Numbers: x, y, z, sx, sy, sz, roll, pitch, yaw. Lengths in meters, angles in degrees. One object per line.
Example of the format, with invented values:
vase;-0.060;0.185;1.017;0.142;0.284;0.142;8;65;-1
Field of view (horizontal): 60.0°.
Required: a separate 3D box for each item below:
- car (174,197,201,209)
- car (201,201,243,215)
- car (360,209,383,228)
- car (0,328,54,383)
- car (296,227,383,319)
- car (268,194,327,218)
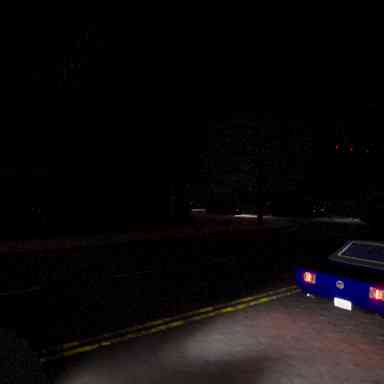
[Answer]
car;-0.630;1.506;45.112;1.837;1.490;4.892;0;0;-36
car;3.237;1.564;33.696;1.994;1.385;4.181;0;0;-36
car;13.118;1.548;20.069;2.033;1.411;5.357;0;0;-36
car;-3.115;1.601;1.530;4.718;1.301;1.895;0;0;-35
car;4.368;1.601;6.885;4.718;1.301;1.895;0;0;-35
car;9.623;1.223;30.943;2.150;2.045;5.566;0;0;-37
